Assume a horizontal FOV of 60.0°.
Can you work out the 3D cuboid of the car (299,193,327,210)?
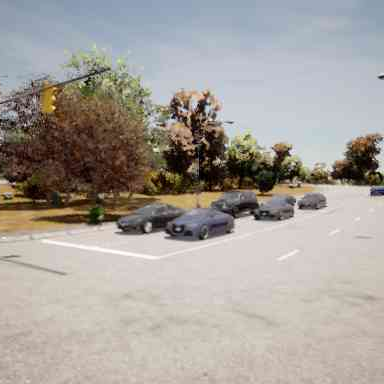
[{"bbox_3d":[12.222,0.878,33.654,1.837,1.490,4.892,0,3,35],"label":"car"}]

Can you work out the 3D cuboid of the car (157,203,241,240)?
[{"bbox_3d":[0.495,1.520,16.953,1.994,1.385,4.181,0,1,35],"label":"car"}]

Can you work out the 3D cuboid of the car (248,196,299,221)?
[{"bbox_3d":[6.244,1.321,25.150,1.994,1.385,4.181,0,2,35],"label":"car"}]

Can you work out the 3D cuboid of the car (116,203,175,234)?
[{"bbox_3d":[-2.189,1.452,19.223,1.837,1.490,4.892,0,1,35],"label":"car"}]

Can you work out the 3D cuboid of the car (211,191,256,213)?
[{"bbox_3d":[3.543,0.966,27.399,2.150,2.045,5.566,0,2,35],"label":"car"}]

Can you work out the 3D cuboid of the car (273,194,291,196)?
[{"bbox_3d":[9.667,0.892,36.105,2.033,1.411,5.357,0,3,35],"label":"car"}]

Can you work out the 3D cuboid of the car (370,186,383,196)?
[{"bbox_3d":[28.195,-0.252,50.547,1.882,1.535,5.008,0,3,32],"label":"car"}]
